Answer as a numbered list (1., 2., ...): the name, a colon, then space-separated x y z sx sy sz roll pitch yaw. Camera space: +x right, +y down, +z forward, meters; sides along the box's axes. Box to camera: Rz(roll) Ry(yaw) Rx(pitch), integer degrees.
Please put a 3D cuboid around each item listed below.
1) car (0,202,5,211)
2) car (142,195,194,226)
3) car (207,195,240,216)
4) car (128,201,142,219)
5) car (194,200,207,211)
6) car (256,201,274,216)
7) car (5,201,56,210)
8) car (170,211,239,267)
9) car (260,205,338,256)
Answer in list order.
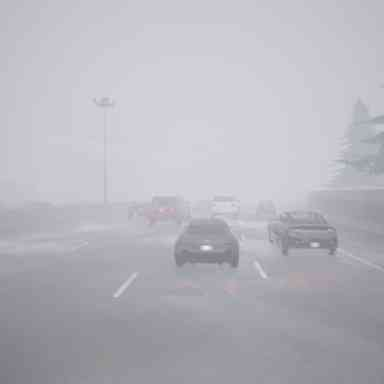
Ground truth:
1. car: -17.515 1.631 34.704 1.812 1.442 4.674 0 0 12
2. car: -1.529 1.256 23.879 2.150 2.045 5.566 0 0 9
3. car: 3.044 1.243 29.620 2.150 2.045 5.566 0 0 12
4. car: -4.119 1.553 29.314 1.837 1.490 4.892 0 0 11
5. car: 1.575 1.584 38.252 2.033 1.411 5.357 0 0 15
6. car: 7.239 1.557 32.430 2.033 1.411 5.357 0 0 14
7. car: -14.658 1.596 31.131 1.837 1.490 4.892 0 -1 11
8. car: 0.538 1.575 11.542 1.994 1.385 4.181 0 0 4
9. car: 4.167 1.491 13.143 2.128 1.511 4.902 0 0 5
